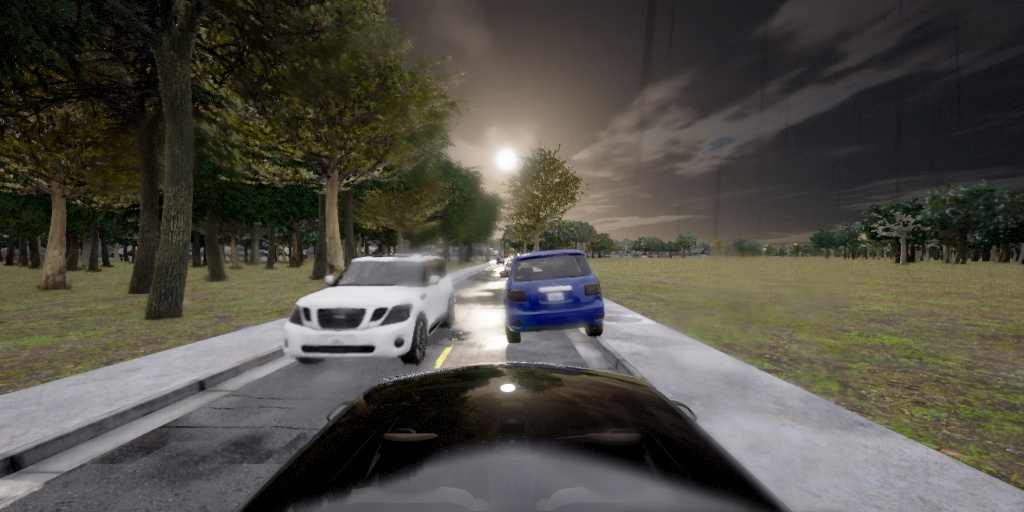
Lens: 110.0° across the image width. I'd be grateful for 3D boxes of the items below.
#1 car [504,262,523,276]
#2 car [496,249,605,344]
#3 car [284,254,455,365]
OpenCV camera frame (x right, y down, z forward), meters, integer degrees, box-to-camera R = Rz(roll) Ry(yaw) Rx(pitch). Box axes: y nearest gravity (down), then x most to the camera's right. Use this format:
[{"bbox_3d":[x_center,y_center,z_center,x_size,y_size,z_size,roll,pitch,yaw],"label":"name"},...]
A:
[{"bbox_3d":[0.123,1.352,38.255,1.895,1.301,4.718,0,0,0],"label":"car"},{"bbox_3d":[0.884,0.897,9.761,2.150,2.045,5.566,-5,0,0],"label":"car"},{"bbox_3d":[-2.741,0.971,8.382,2.150,2.045,5.566,0,0,0],"label":"car"}]
